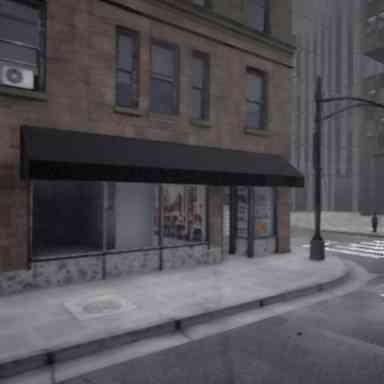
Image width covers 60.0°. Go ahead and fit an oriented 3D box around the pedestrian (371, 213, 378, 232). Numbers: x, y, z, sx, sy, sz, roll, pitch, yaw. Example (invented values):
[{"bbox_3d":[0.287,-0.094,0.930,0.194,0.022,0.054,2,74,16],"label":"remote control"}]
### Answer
[{"bbox_3d":[10.604,1.773,19.285,0.500,1.100,0.500,1,0,-35],"label":"pedestrian"}]
